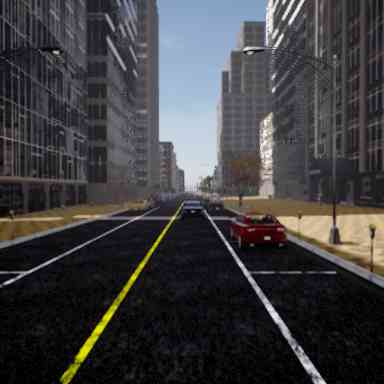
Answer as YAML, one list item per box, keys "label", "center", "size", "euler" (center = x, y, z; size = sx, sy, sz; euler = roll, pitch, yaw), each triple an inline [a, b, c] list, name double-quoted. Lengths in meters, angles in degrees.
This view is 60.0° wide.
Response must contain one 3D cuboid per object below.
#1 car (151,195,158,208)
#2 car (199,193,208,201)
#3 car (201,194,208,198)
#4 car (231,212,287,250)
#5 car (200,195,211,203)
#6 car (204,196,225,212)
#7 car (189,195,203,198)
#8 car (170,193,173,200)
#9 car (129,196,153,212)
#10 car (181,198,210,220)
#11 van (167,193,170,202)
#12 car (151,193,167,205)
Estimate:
- label: "car"
  center: [-5.739, 1.436, 42.235]
  size: [1.802, 1.307, 4.206]
  euler: [-1, 0, 0]
- label: "car"
  center: [2.607, 1.165, 76.119]
  size: [1.967, 1.590, 4.097]
  euler: [-1, 0, 0]
- label: "car"
  center: [2.631, 1.361, 53.549]
  size: [2.008, 1.369, 4.403]
  euler: [-1, 0, 0]
- label: "car"
  center: [2.669, 1.497, 14.050]
  size: [1.887, 1.381, 4.507]
  euler: [-1, 0, 0]
- label: "car"
  center: [2.619, 1.318, 64.834]
  size: [2.008, 1.369, 4.403]
  euler: [-1, 0, 0]
- label: "car"
  center: [2.647, 1.424, 36.621]
  size: [2.008, 1.369, 4.403]
  euler: [-1, 0, 0]
- label: "car"
  center: [0.056, 1.409, 44.230]
  size: [1.994, 1.385, 4.181]
  euler: [0, 0, 0]
- label: "car"
  center: [-5.769, 1.063, 70.441]
  size: [2.192, 1.841, 5.009]
  euler: [-1, 0, 0]
- label: "car"
  center: [-5.734, 1.401, 36.424]
  size: [1.752, 1.417, 4.829]
  euler: [-1, 0, 0]
- label: "car"
  center: [0.075, 1.457, 26.621]
  size: [2.033, 1.411, 5.357]
  euler: [0, 0, 0]
- label: "van"
  center: [-5.763, 1.110, 64.799]
  size: [1.690, 1.788, 3.998]
  euler: [-1, 0, 0]
- label: "car"
  center: [-5.753, 1.127, 53.517]
  size: [2.192, 1.841, 5.009]
  euler: [-1, 0, 0]
